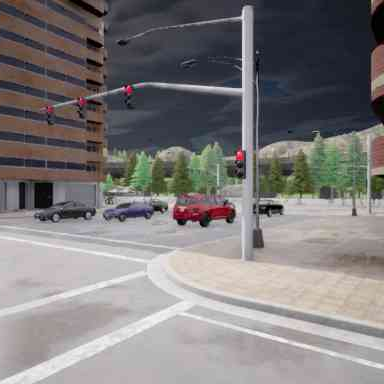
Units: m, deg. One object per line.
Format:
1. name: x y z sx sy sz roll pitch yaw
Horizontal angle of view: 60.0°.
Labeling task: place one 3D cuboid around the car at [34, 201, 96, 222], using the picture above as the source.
1. car: -9.905 1.507 26.287 1.837 1.490 4.892 0 0 36

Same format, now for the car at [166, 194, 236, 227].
1. car: 0.967 1.223 23.091 2.150 2.045 5.566 0 0 36

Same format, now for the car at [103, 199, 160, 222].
1. car: -5.047 1.528 27.029 1.812 1.442 4.674 0 0 36

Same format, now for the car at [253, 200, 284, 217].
1. car: 7.160 1.479 31.701 1.882 1.535 5.008 0 0 36

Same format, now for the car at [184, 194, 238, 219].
1. car: 1.859 1.223 30.320 2.150 2.045 5.566 0 0 36

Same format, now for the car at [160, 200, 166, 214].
1. car: -4.425 1.494 33.829 2.128 1.511 4.902 0 0 36
